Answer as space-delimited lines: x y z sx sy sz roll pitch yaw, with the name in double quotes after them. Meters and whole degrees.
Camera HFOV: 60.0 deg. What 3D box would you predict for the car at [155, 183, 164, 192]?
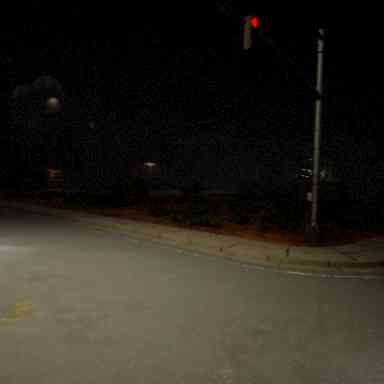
-7.686 -1.159 80.047 1.905 1.878 3.866 7 3 -1 "car"
